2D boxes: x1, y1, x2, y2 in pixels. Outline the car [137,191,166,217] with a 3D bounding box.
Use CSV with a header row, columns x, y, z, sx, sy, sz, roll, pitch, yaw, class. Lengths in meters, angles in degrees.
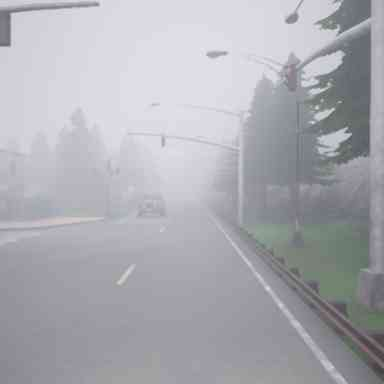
x,y,z,sx,sy,sz,roll,pitch,yaw,class
-3.526,1.100,30.042,2.150,2.045,5.566,0,0,0,car
